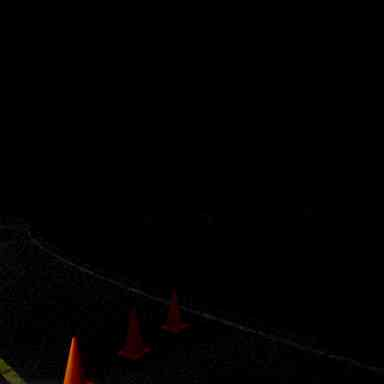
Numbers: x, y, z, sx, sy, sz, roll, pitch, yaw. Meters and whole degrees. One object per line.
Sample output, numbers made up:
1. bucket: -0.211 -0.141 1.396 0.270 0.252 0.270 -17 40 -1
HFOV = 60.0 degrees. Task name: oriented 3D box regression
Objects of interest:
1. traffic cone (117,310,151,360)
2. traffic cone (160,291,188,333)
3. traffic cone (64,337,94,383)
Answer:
1. traffic cone: -0.809 1.938 4.624 0.340 0.580 0.340 1 1 31
2. traffic cone: -0.290 1.932 5.475 0.340 0.580 0.340 1 1 31
3. traffic cone: -1.328 1.945 3.774 0.340 0.580 0.340 1 1 31
